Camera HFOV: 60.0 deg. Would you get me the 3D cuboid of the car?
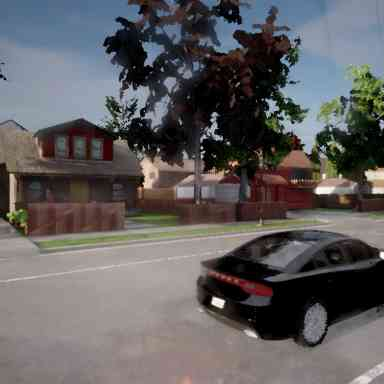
[{"bbox_3d":[2.396,1.477,6.371,5.008,1.535,1.882,0,0,-35],"label":"car"}]
